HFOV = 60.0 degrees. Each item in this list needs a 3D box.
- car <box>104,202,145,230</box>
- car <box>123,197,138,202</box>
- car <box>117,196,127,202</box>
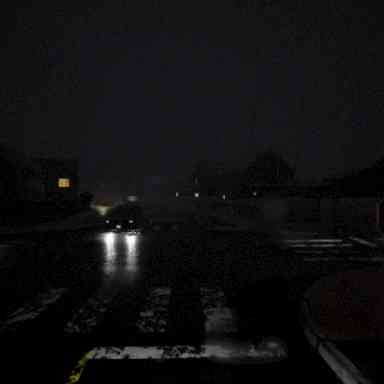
[{"bbox_3d":[-4.188,1.591,21.568,2.033,1.411,5.357,0,0,0],"label":"car"},{"bbox_3d":[-7.369,1.715,41.575,1.994,1.385,4.181,0,0,-12],"label":"car"},{"bbox_3d":[-12.604,1.468,61.148,2.097,1.767,4.553,0,0,-18],"label":"car"}]
